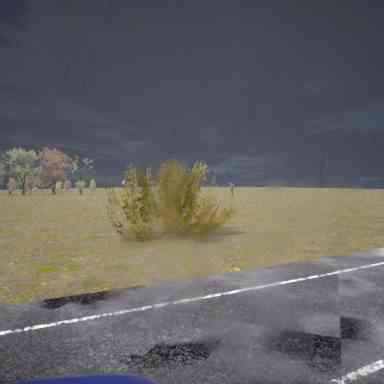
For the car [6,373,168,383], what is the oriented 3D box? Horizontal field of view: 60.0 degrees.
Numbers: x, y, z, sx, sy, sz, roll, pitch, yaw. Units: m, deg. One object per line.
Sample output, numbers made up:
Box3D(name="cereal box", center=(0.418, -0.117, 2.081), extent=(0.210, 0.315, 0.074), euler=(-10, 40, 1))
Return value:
Box3D(name="car", center=(-1.828, 1.525, 1.033), extent=(4.674, 1.442, 1.812), euler=(0, 0, -30))
